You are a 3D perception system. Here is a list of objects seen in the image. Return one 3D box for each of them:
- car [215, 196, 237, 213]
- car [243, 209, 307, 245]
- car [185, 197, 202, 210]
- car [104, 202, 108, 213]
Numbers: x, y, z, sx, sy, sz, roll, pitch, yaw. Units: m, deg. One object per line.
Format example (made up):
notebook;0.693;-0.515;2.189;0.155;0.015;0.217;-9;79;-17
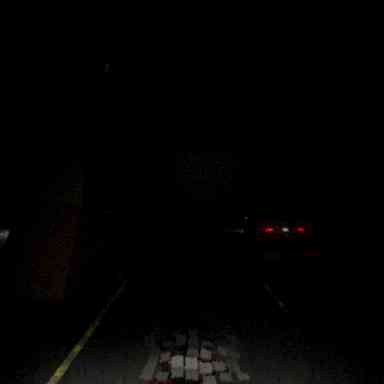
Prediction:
car;3.599;1.247;35.805;2.097;1.767;4.553;0;0;0
car;3.600;1.502;15.319;2.033;1.411;5.357;0;0;0
car;0.106;1.405;41.325;1.812;1.442;4.674;0;0;0
car;-7.100;1.522;26.875;1.895;1.301;4.718;0;0;0
